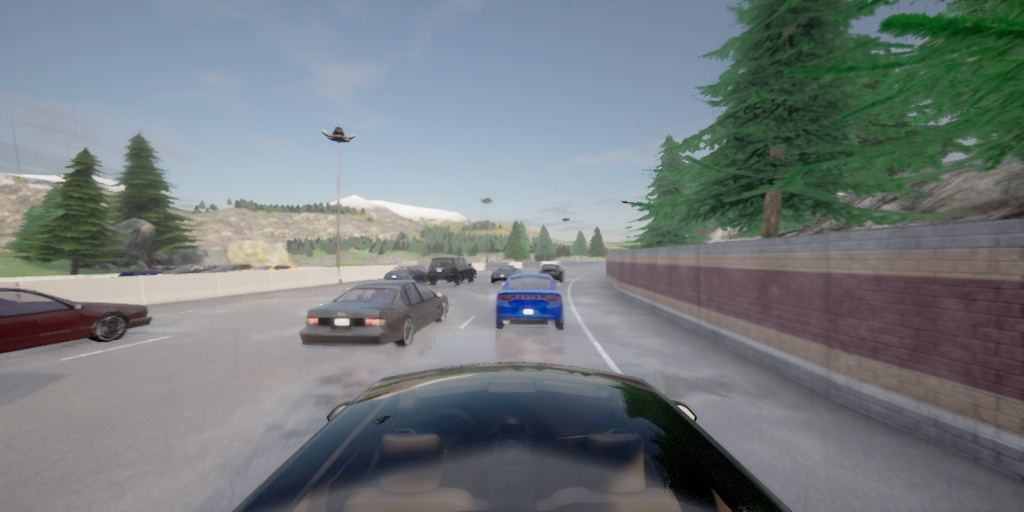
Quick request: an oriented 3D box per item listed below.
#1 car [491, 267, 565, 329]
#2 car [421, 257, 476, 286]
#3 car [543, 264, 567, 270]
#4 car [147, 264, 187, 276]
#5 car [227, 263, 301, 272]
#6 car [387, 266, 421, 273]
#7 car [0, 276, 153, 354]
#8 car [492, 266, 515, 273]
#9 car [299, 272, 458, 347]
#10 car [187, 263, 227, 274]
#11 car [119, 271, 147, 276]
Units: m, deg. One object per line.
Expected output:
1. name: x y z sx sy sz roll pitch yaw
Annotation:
1. car: 0.618 1.281 11.586 1.882 1.535 5.008 0 0 4
2. car: -4.391 1.089 26.764 2.150 2.045 5.566 0 0 11
3. car: 3.308 1.410 29.327 1.837 1.490 4.892 0 0 12
4. car: -25.523 1.344 28.930 2.128 1.511 4.902 0 0 10
5. car: -18.633 1.340 27.695 1.882 1.535 5.008 0 0 10
6. car: -7.858 1.422 26.996 1.994 1.385 4.181 0 0 11
7. car: -10.238 1.291 6.692 2.033 1.411 5.357 0 0 2
8. car: -0.336 1.456 29.006 1.994 1.385 4.181 0 0 12
9. car: -3.098 1.328 9.384 2.033 1.411 5.357 0 0 4
10. car: -22.078 1.375 28.313 1.837 1.490 4.892 0 0 10
11. car: -28.974 1.448 29.517 1.895 1.301 4.718 0 0 10
